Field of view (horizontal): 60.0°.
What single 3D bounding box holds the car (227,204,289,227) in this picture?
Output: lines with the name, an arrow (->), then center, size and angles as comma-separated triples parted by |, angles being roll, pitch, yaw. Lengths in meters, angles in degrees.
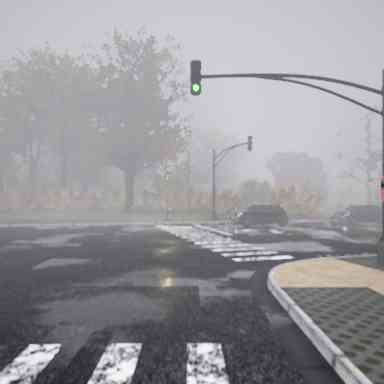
car -> 4.901, 1.652, 24.992 | 4.553, 1.767, 2.097 | 1, 0, -19

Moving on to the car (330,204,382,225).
car -> 13.986, 1.817, 28.041 | 4.553, 1.767, 2.097 | 1, 0, -18
